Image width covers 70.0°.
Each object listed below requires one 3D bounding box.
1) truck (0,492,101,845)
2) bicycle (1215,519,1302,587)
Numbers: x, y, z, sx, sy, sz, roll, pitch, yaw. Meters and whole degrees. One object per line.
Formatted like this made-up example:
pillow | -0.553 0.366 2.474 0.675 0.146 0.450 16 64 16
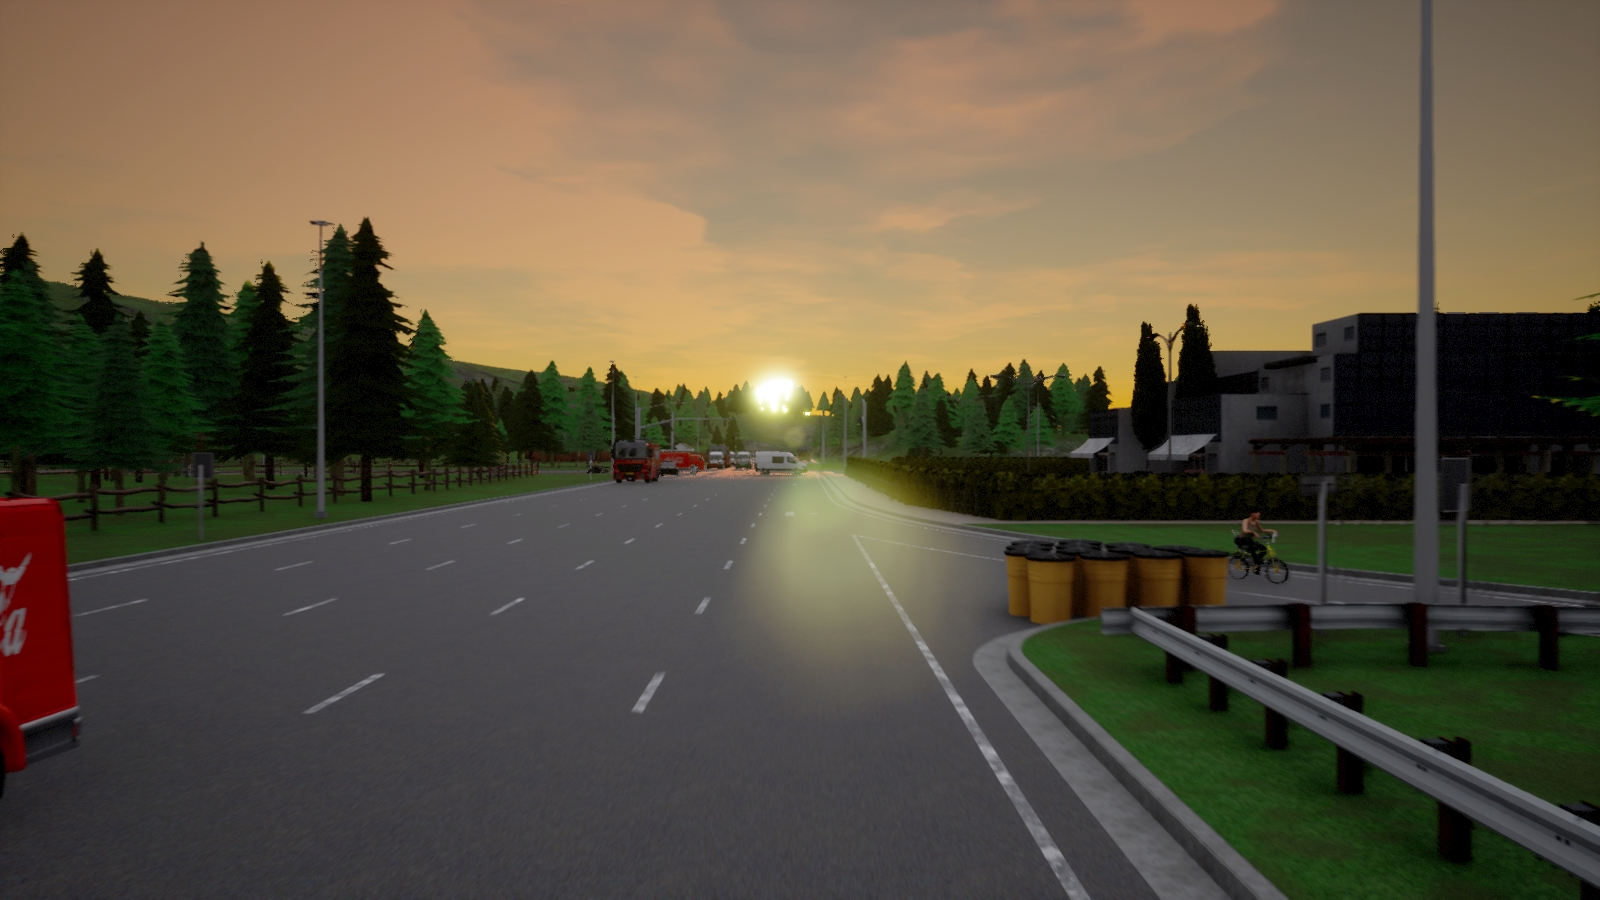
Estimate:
truck | -6.998 1.571 6.682 2.627 2.467 5.204 0 0 0
bicycle | 9.684 2.158 24.195 0.859 1.276 1.487 1 0 -31
